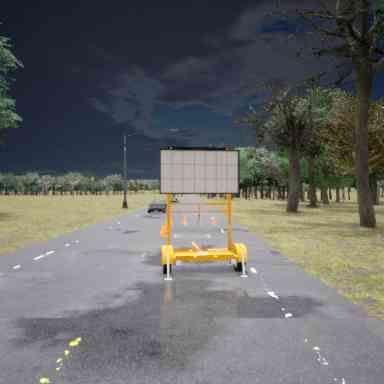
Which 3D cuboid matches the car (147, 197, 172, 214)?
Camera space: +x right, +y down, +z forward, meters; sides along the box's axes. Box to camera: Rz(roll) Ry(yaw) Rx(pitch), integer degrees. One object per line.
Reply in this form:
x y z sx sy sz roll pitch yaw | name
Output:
-3.585 1.561 35.599 2.033 1.411 5.357 0 0 0 | car

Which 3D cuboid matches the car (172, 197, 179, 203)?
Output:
-3.473 1.626 61.631 1.994 1.385 4.181 0 0 0 | car

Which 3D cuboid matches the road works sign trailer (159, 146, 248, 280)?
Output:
0.200 0.461 10.005 2.380 3.560 2.880 0 0 -8 | road works sign trailer
